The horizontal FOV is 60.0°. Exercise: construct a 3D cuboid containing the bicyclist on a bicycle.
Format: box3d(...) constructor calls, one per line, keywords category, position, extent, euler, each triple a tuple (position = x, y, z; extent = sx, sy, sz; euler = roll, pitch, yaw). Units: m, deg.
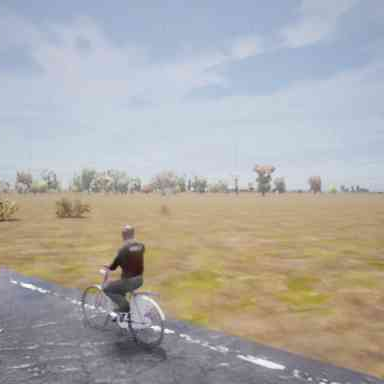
box3d(category="bicyclist on a bicycle", position=(-1.136, 1.384, 5.141), extent=(1.843, 1.776, 0.659), euler=(0, 0, 36))
